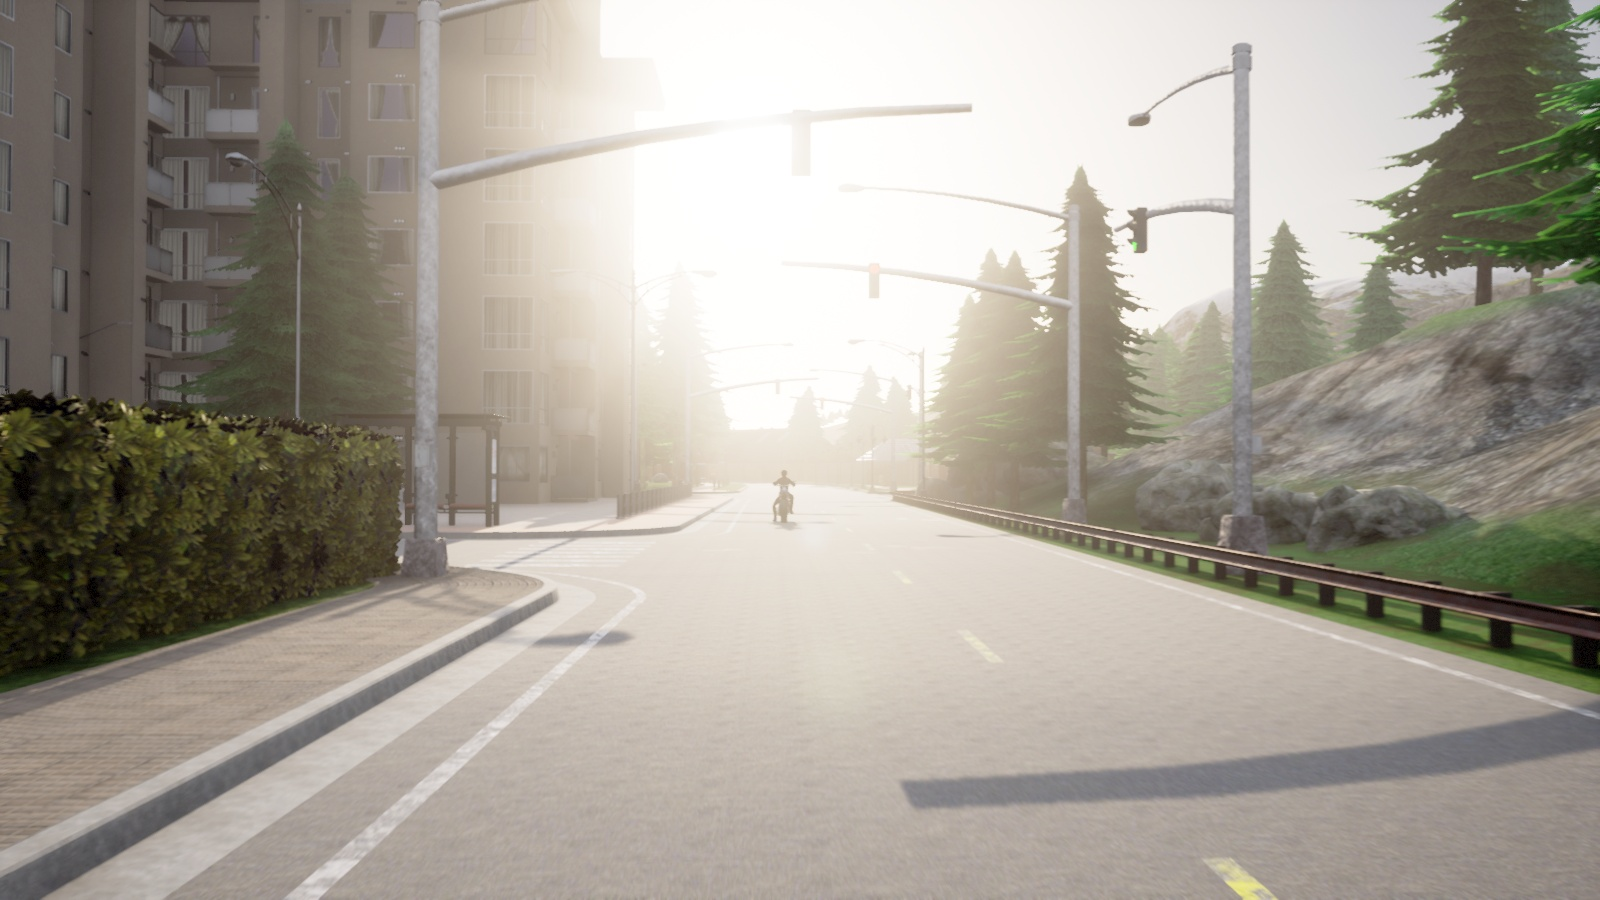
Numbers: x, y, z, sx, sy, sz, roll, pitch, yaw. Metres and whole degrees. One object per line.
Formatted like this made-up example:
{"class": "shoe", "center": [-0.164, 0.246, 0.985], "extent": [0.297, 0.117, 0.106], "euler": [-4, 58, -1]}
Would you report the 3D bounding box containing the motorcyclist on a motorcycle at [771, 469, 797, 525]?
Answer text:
{"class": "motorcyclist on a motorcycle", "center": [-0.494, 1.415, 38.691], "extent": [0.766, 1.649, 2.350], "euler": [0, -1, -1]}
